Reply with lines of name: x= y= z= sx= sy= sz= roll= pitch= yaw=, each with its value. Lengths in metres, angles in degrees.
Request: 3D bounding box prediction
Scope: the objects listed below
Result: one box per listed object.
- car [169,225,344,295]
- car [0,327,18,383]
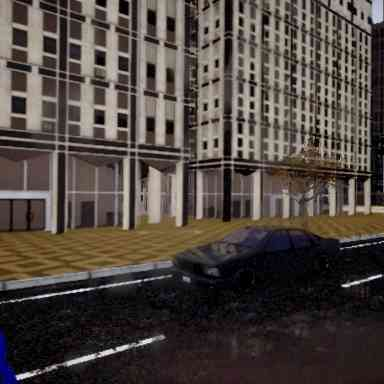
car: x=2.041 y=1.640 z=9.162 sx=5.357 sy=1.411 sz=2.033 roll=1 pitch=-1 yaw=-36
car: x=-3.452 y=1.450 z=1.226 sx=5.008 sy=1.535 sz=1.882 roll=1 pitch=-1 yaw=-35
